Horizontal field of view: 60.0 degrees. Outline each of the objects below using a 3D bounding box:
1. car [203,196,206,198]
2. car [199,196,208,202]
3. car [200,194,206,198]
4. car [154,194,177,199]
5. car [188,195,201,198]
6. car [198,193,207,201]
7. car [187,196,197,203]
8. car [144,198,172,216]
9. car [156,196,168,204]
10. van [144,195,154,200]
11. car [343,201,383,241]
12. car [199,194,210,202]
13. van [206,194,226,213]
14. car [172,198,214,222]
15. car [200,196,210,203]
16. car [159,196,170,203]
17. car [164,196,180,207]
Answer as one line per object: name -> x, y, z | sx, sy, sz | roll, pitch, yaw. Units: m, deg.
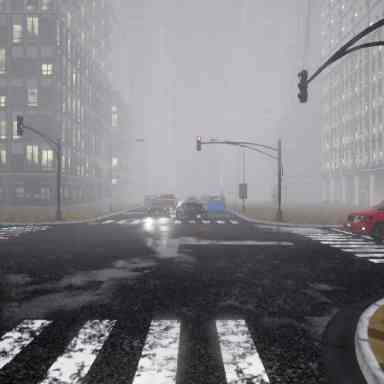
car -> 2.623, 1.544, 41.452 | 1.887, 1.381, 4.507 | 0, 0, 0
car -> 2.755, 1.561, 80.225 | 1.947, 1.339, 4.313 | 0, 0, 0
car -> 2.689, 1.313, 63.606 | 2.192, 1.841, 5.009 | 0, 0, 0
car -> -3.179, 1.221, 42.925 | 2.150, 2.045, 5.566 | 0, 0, 1
car -> 0.045, 1.504, 52.158 | 1.837, 1.490, 4.892 | 0, 0, 0
car -> 2.778, 1.309, 85.764 | 2.192, 1.841, 5.009 | 0, 0, 0
car -> 0.038, 1.537, 73.010 | 2.033, 1.411, 5.357 | 0, 0, 0
car -> -3.226, 1.600, 32.880 | 1.895, 1.301, 4.718 | 0, 0, 0
car -> -5.692, 1.564, 63.639 | 1.947, 1.339, 4.313 | 0, 0, 0
van -> -5.757, 1.340, 47.022 | 1.690, 1.788, 3.998 | 0, 0, 0
car -> 10.660, 1.319, 16.775 | 5.566, 2.045, 2.150 | 0, 0, -1
car -> 2.733, 1.311, 74.685 | 2.192, 1.841, 5.009 | 0, 0, 0
van -> 2.692, 1.340, 35.914 | 1.690, 1.788, 3.998 | 0, 0, 0
car -> -0.034, 1.505, 26.584 | 1.837, 1.490, 4.892 | -4, 1, -13
car -> 2.710, 1.542, 69.145 | 1.887, 1.381, 4.507 | 0, 0, 0
car -> -5.670, 1.548, 69.178 | 2.008, 1.369, 4.403 | 0, 0, 0
car -> -3.138, 1.491, 53.229 | 2.128, 1.511, 4.902 | 0, 0, 0
